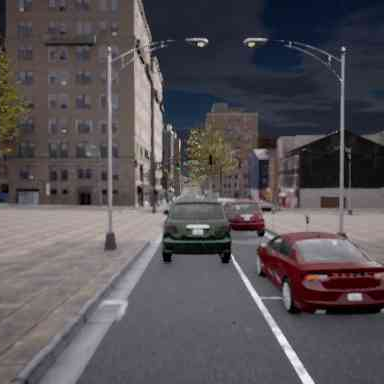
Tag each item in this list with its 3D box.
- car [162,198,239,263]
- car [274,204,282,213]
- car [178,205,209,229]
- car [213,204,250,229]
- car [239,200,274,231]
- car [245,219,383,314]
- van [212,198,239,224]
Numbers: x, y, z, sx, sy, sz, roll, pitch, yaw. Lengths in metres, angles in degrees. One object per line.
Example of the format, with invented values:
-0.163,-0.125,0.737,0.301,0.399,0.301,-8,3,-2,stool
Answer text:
0.100,1.244,12.168,2.150,2.045,5.566,0,0,-1,car
7.970,1.748,38.764,4.902,1.511,2.128,0,1,-7,car
0.096,1.661,23.177,1.895,1.301,4.718,0,0,0,car
2.616,1.611,23.140,2.008,1.369,4.403,-2,0,0,car
2.609,1.357,18.156,2.192,1.841,5.009,-2,0,0,car
2.617,1.557,7.575,1.887,1.381,4.507,-2,0,0,car
2.610,1.414,26.461,1.690,1.788,3.998,-2,0,0,van
